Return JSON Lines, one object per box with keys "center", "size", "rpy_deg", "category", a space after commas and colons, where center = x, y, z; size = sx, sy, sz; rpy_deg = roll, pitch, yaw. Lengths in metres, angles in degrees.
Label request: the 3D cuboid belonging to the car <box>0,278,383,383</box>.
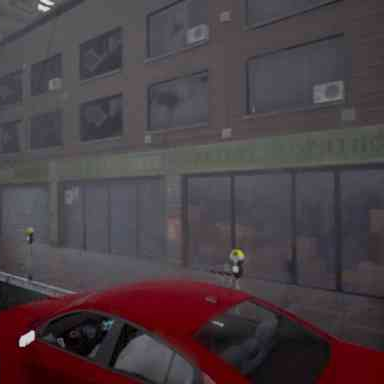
{"center": [-0.445, 1.553, 3.202], "size": [4.507, 1.381, 1.887], "rpy_deg": [0, -1, 36], "category": "car"}
